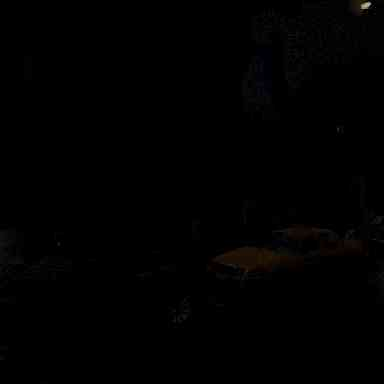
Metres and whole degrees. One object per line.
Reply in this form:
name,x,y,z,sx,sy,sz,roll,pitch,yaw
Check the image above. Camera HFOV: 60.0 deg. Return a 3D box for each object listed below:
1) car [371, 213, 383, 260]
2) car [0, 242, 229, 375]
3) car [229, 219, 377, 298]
car,7.128,1.441,11.749,4.097,1.590,1.967,0,0,-36
car,-1.719,1.566,5.424,4.313,1.339,1.947,0,0,-36
car,2.567,1.525,8.488,4.829,1.417,1.752,0,0,-36
